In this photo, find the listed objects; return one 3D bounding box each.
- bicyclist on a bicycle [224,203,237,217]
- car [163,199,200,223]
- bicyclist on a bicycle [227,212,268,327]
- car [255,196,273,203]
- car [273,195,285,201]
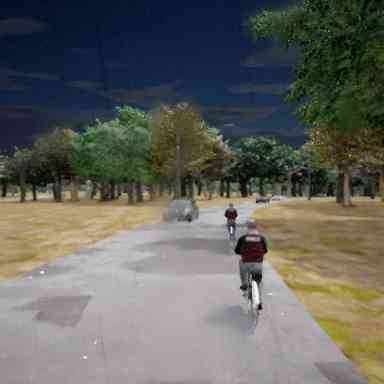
[{"bbox_3d":[1.769,1.361,14.991,0.659,1.776,1.843,0,0,6],"label":"bicyclist on a bicycle"},{"bbox_3d":[-0.743,1.308,25.293,2.097,1.767,4.553,0,0,10],"label":"car"},{"bbox_3d":[1.079,1.371,6.167,0.659,1.776,1.843,0,0,3],"label":"bicyclist on a bicycle"},{"bbox_3d":[12.950,1.405,60.543,1.895,1.301,4.718,0,0,23],"label":"car"},{"bbox_3d":[19.276,1.353,73.951,1.895,1.301,4.718,0,0,30],"label":"car"}]
